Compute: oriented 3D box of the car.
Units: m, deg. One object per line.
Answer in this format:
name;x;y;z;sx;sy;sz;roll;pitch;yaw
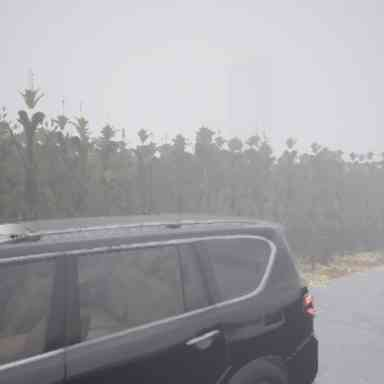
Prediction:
car;-1.347;1.252;2.590;5.566;2.045;2.150;1;0;-35
